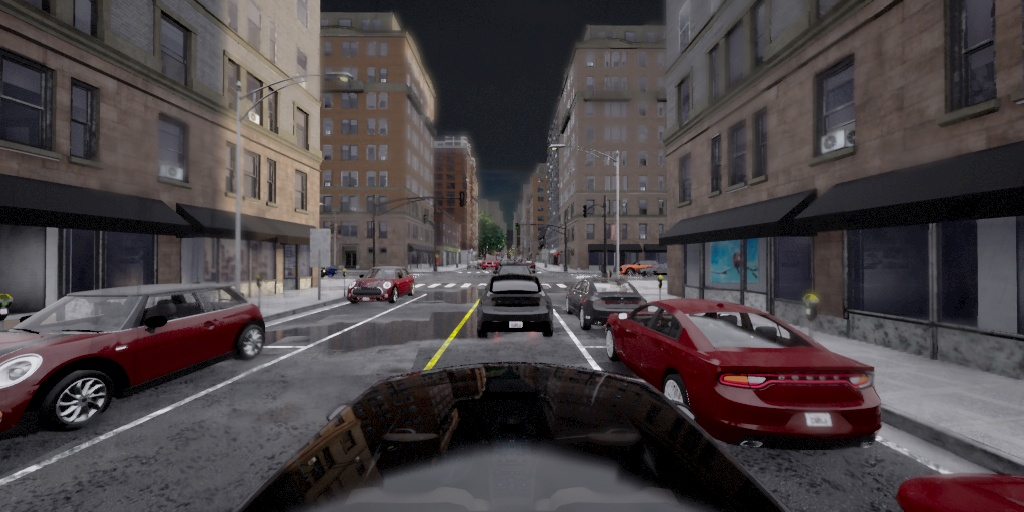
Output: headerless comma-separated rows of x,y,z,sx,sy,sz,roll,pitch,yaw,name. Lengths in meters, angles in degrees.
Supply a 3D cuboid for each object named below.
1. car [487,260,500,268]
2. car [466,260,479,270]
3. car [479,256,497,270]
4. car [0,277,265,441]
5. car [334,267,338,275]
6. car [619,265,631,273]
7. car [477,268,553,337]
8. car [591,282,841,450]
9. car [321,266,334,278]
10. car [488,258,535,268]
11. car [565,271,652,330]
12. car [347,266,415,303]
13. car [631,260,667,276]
-3.186,1.360,62.936,2.033,1.411,5.357,0,0,0,car
-5.906,1.345,54.709,2.007,1.370,4.403,0,0,0,car
-3.130,1.013,52.607,2.150,2.045,5.566,0,0,0,car
-5.852,1.190,5.361,1.967,1.591,4.097,0,0,0,car
-18.409,1.150,32.372,5.008,1.535,1.882,0,0,0,car
14.026,1.221,39.222,4.553,1.767,2.097,0,0,0,car
0.057,1.258,10.271,1.837,1.490,4.892,0,0,-1,car
2.675,1.296,5.355,1.888,1.381,4.507,0,0,0,car
-18.019,0.869,29.117,5.566,2.045,2.150,0,0,0,car
0.121,1.108,17.686,2.097,1.767,4.553,0,0,0,car
2.683,1.303,10.846,2.007,1.370,4.403,0,0,0,car
-5.834,1.195,16.348,1.967,1.591,4.097,0,0,0,car
15.191,1.395,35.961,5.357,1.411,2.033,0,0,0,car
